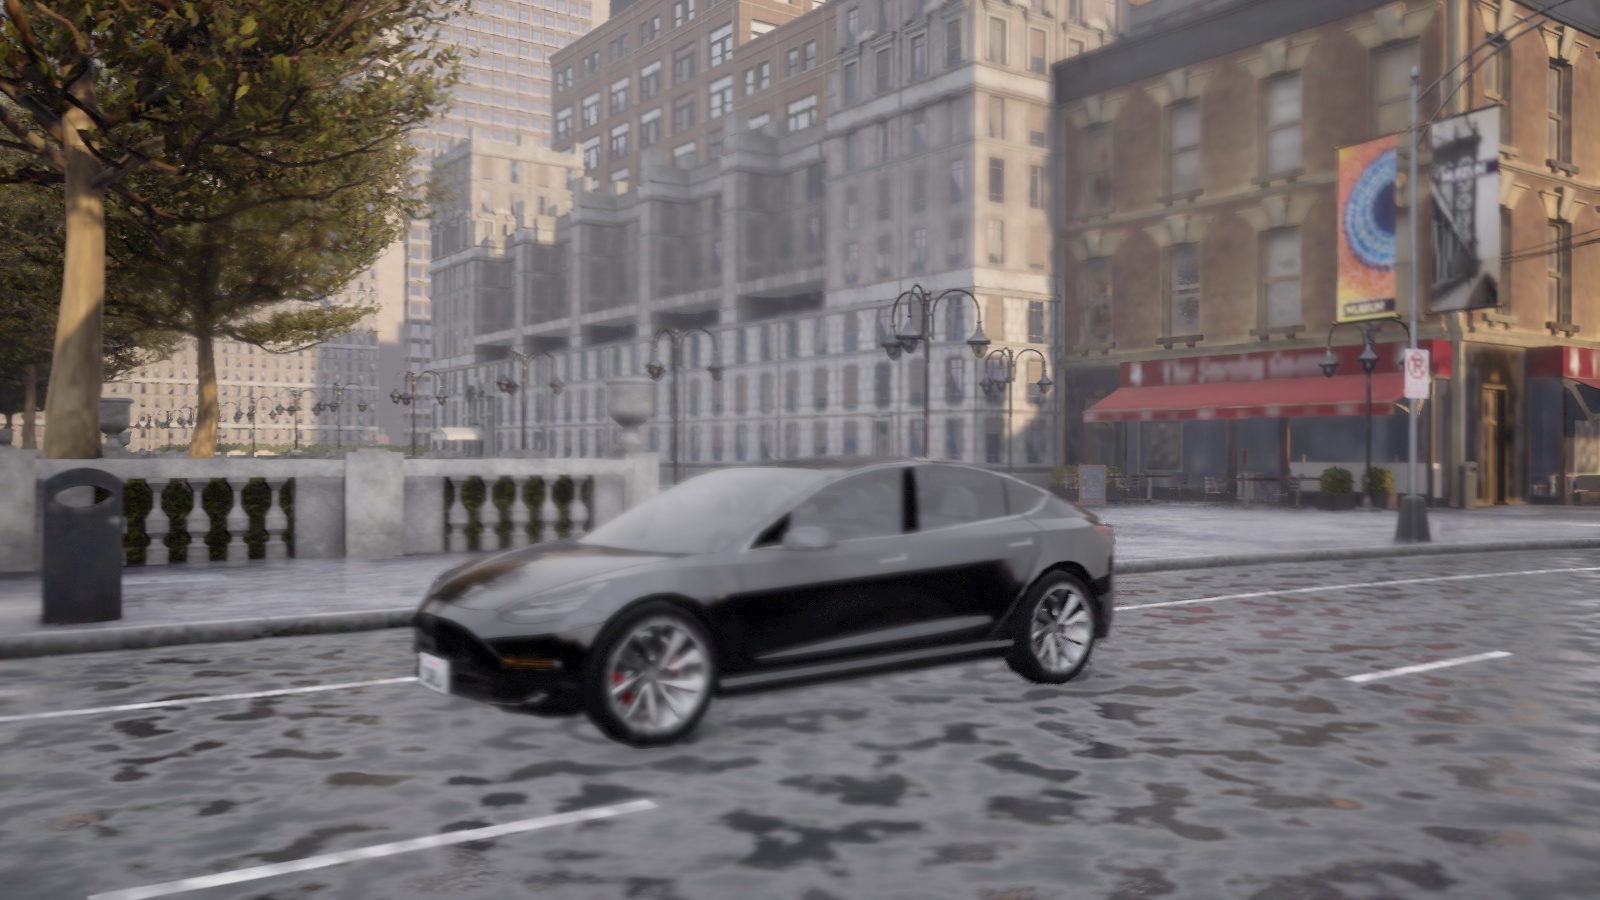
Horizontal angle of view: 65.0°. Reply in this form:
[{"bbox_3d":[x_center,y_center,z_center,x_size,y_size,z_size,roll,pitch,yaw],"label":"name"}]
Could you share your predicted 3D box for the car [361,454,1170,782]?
[{"bbox_3d":[-0.035,0.772,8.023,4.792,1.488,2.163,0,0,-37],"label":"car"}]
